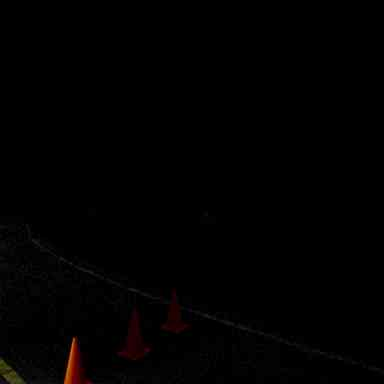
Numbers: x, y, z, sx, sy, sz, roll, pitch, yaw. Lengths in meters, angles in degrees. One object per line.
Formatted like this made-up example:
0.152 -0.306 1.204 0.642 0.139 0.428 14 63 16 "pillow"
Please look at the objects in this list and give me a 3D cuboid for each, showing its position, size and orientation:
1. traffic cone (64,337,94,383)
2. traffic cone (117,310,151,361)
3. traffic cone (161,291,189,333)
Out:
-1.318 1.945 3.762 0.340 0.580 0.340 1 1 31 "traffic cone"
-0.800 1.938 4.613 0.340 0.580 0.340 1 1 31 "traffic cone"
-0.281 1.931 5.464 0.340 0.580 0.340 1 1 31 "traffic cone"
